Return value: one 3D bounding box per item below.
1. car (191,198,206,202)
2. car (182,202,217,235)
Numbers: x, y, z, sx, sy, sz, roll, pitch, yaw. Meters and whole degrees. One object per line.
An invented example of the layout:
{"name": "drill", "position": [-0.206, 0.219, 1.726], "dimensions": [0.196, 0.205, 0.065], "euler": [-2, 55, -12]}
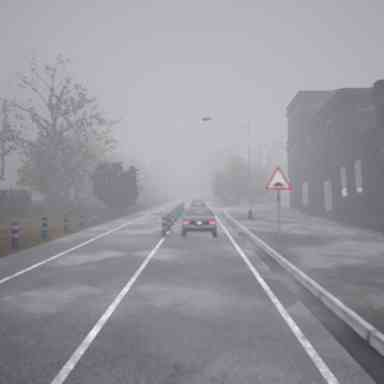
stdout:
{"name": "car", "position": [0.811, 1.489, 42.592], "dimensions": [1.994, 1.385, 4.181], "euler": [0, -1, 1]}
{"name": "car", "position": [0.406, 1.531, 18.484], "dimensions": [2.033, 1.411, 5.357], "euler": [0, 0, 1]}
